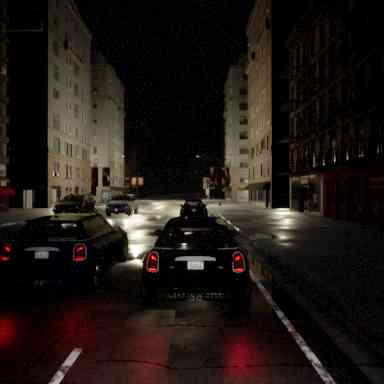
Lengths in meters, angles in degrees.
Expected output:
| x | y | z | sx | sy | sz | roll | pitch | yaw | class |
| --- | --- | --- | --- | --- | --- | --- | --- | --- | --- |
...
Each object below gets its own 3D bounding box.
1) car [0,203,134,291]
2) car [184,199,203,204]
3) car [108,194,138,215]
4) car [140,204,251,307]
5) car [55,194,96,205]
| x | y | z | sx | sy | sz | roll | pitch | yaw | class |
| --- | --- | --- | --- | --- | --- | --- | --- | --- | --- |
| -3.148 | 1.353 | 9.156 | 2.097 | 1.767 | 4.553 | 0 | 0 | 1 | car |
| 0.118 | 1.361 | 26.112 | 2.097 | 1.767 | 4.553 | 0 | 0 | 0 | car |
| -6.581 | 1.234 | 31.630 | 2.150 | 2.045 | 5.566 | 0 | 0 | 0 | car |
| 0.101 | 1.353 | 8.160 | 2.097 | 1.767 | 4.553 | 0 | 0 | 1 | car |
| -9.836 | 1.233 | 28.327 | 2.150 | 2.045 | 5.566 | 0 | 0 | 0 | car |
